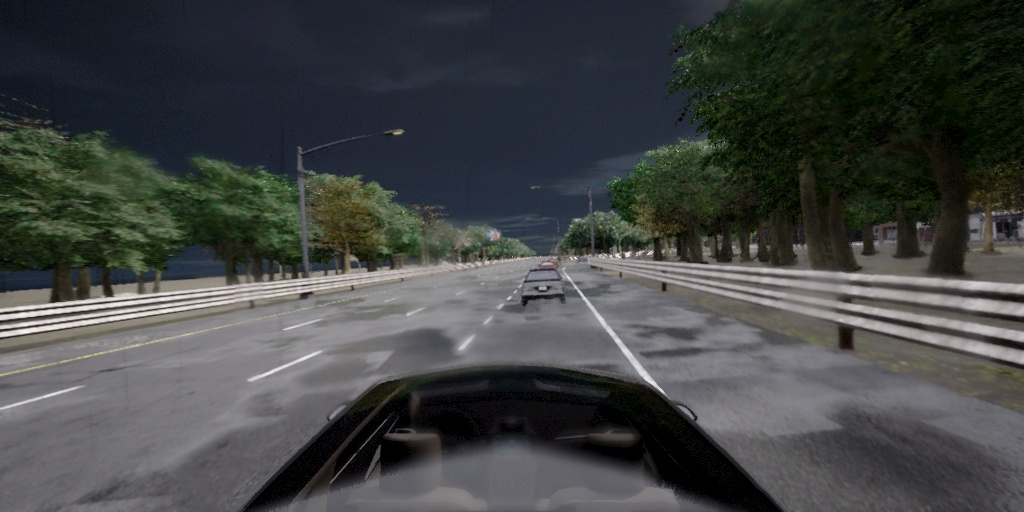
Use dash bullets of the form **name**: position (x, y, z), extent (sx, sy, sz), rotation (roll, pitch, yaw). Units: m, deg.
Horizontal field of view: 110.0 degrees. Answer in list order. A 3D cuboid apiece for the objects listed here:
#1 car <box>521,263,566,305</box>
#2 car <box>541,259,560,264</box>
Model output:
- **car**: position (1.435, 1.266, 16.100), extent (2.033, 1.411, 5.357), rotation (-3, 0, 6)
- **car**: position (3.592, 1.194, 35.973), extent (1.812, 1.442, 4.674), rotation (-3, 0, 6)
